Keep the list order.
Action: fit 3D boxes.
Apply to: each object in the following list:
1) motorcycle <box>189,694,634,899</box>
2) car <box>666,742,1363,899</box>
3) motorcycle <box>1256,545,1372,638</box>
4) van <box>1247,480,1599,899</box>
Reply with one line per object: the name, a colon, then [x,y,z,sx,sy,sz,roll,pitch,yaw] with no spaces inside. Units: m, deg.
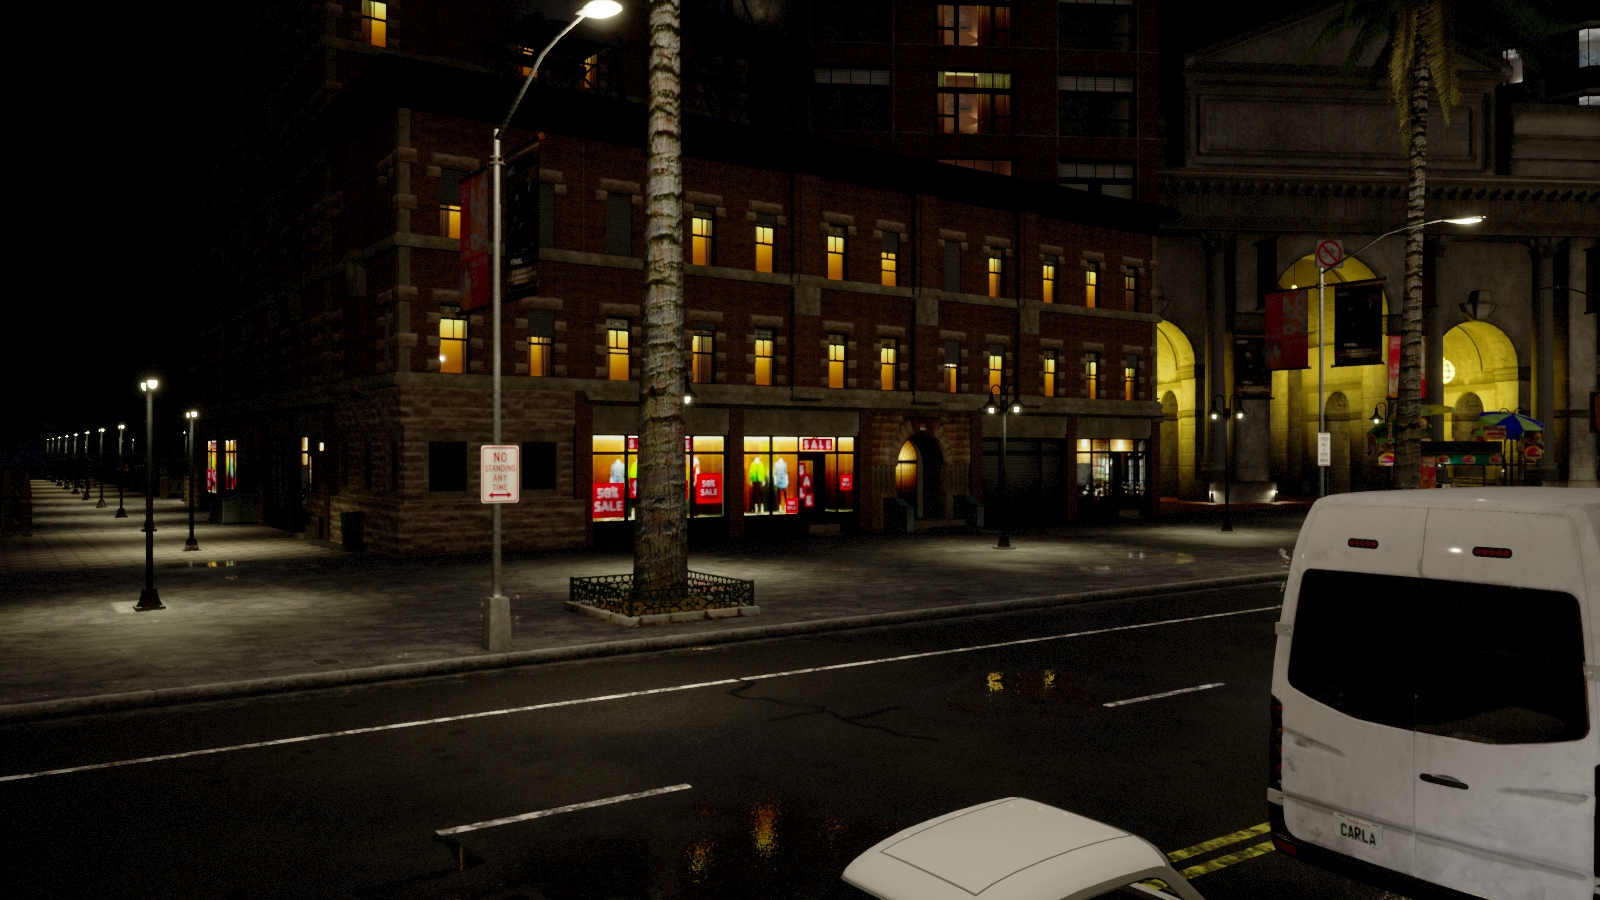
motorcycle: [-2.122,2.205,6.402,2.209,1.251,0.867,0,0,-35]
car: [0.827,2.120,4.347,2.207,1.376,1.481,0,0,-35]
motorcycle: [8.066,2.182,17.910,1.805,1.236,0.856,0,0,-35]
van: [5.722,1.534,7.821,5.915,2.561,1.988,0,0,-35]
